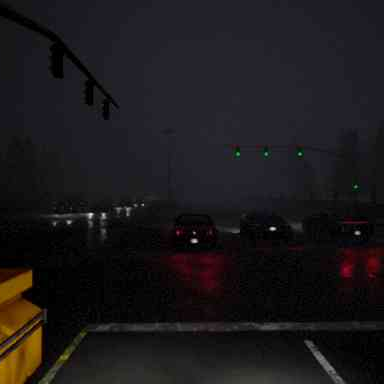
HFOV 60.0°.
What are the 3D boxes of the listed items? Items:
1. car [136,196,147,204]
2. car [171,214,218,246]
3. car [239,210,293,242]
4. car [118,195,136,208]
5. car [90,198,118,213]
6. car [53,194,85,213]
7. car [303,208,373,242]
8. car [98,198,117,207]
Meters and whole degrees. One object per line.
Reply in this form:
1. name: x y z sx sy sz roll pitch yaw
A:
1. car: -10.489 1.566 67.539 2.097 1.767 4.553 0 0 0
2. car: 0.102 1.649 15.399 1.895 1.301 4.718 0 0 0
3. car: 3.602 1.617 16.826 1.994 1.385 4.181 0 0 0
4. car: -10.550 1.690 52.692 1.812 1.442 4.674 0 0 1
5. car: -10.577 1.649 39.437 1.812 1.442 4.674 0 0 0
6. car: -14.103 1.336 38.632 2.150 2.045 5.566 0 1 -2
7. car: 7.102 1.544 16.688 2.128 1.511 4.902 0 0 0
8. car: -14.024 1.738 55.573 1.994 1.385 4.181 0 0 1
